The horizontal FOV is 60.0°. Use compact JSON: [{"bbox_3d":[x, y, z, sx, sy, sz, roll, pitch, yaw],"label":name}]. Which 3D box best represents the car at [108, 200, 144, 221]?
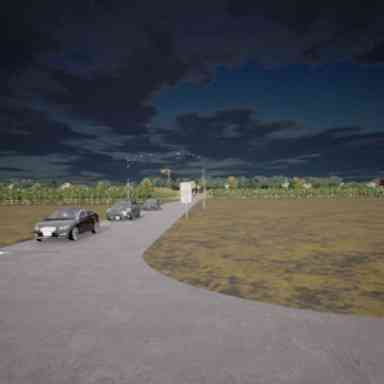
[{"bbox_3d":[-5.824,1.504,28.637,2.097,1.767,4.553,-2,-1,3],"label":"car"}]

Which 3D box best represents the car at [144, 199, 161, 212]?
[{"bbox_3d":[-5.154,1.703,43.204,1.837,1.490,4.892,-2,-1,3],"label":"car"}]

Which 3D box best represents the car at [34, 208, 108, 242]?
[{"bbox_3d":[-6.354,1.619,17.386,2.128,1.511,4.902,-2,0,4],"label":"car"}]
